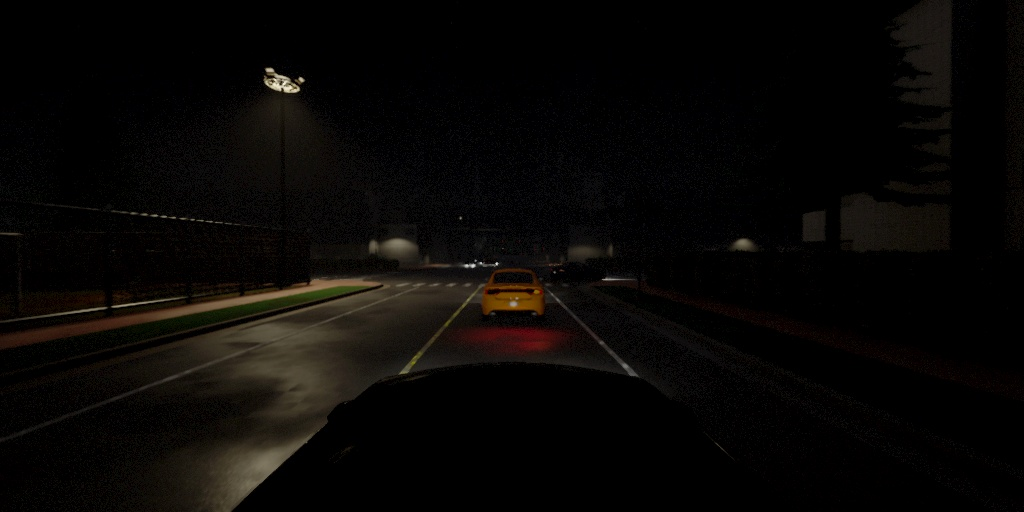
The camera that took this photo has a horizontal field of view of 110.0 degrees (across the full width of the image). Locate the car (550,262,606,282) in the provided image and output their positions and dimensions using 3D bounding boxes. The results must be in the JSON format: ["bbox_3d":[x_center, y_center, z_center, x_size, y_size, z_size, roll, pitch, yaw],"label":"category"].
[{"bbox_3d":[4.989,1.159,27.072,4.181,1.385,1.994,0,0,-23],"label":"car"}]

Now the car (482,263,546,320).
[{"bbox_3d":[0.059,1.156,12.319,1.882,1.535,5.008,0,0,0],"label":"car"}]
